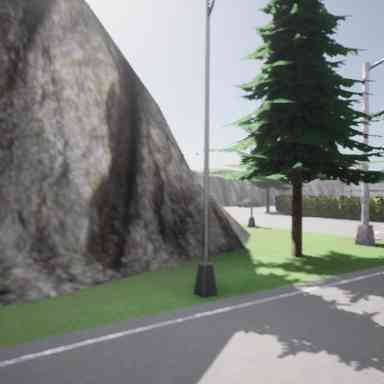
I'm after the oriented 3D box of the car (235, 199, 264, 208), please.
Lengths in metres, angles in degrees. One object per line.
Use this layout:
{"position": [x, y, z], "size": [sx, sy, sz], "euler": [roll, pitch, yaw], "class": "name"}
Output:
{"position": [9.606, 1.850, 54.861], "size": [5.357, 1.411, 2.033], "euler": [1, 0, -37], "class": "car"}
